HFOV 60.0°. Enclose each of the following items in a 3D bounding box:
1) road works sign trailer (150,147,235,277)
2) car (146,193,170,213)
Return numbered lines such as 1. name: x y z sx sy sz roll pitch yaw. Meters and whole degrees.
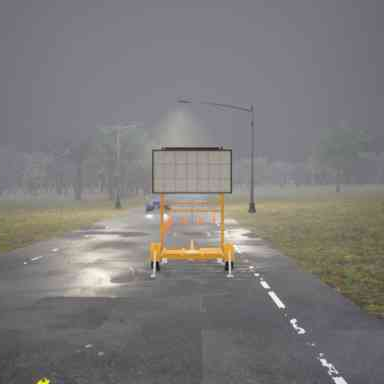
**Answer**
1. road works sign trailer: 0.006 0.446 10.160 2.380 3.560 2.880 0 0 0
2. car: -3.473 1.081 34.798 2.150 2.045 5.566 0 0 0
